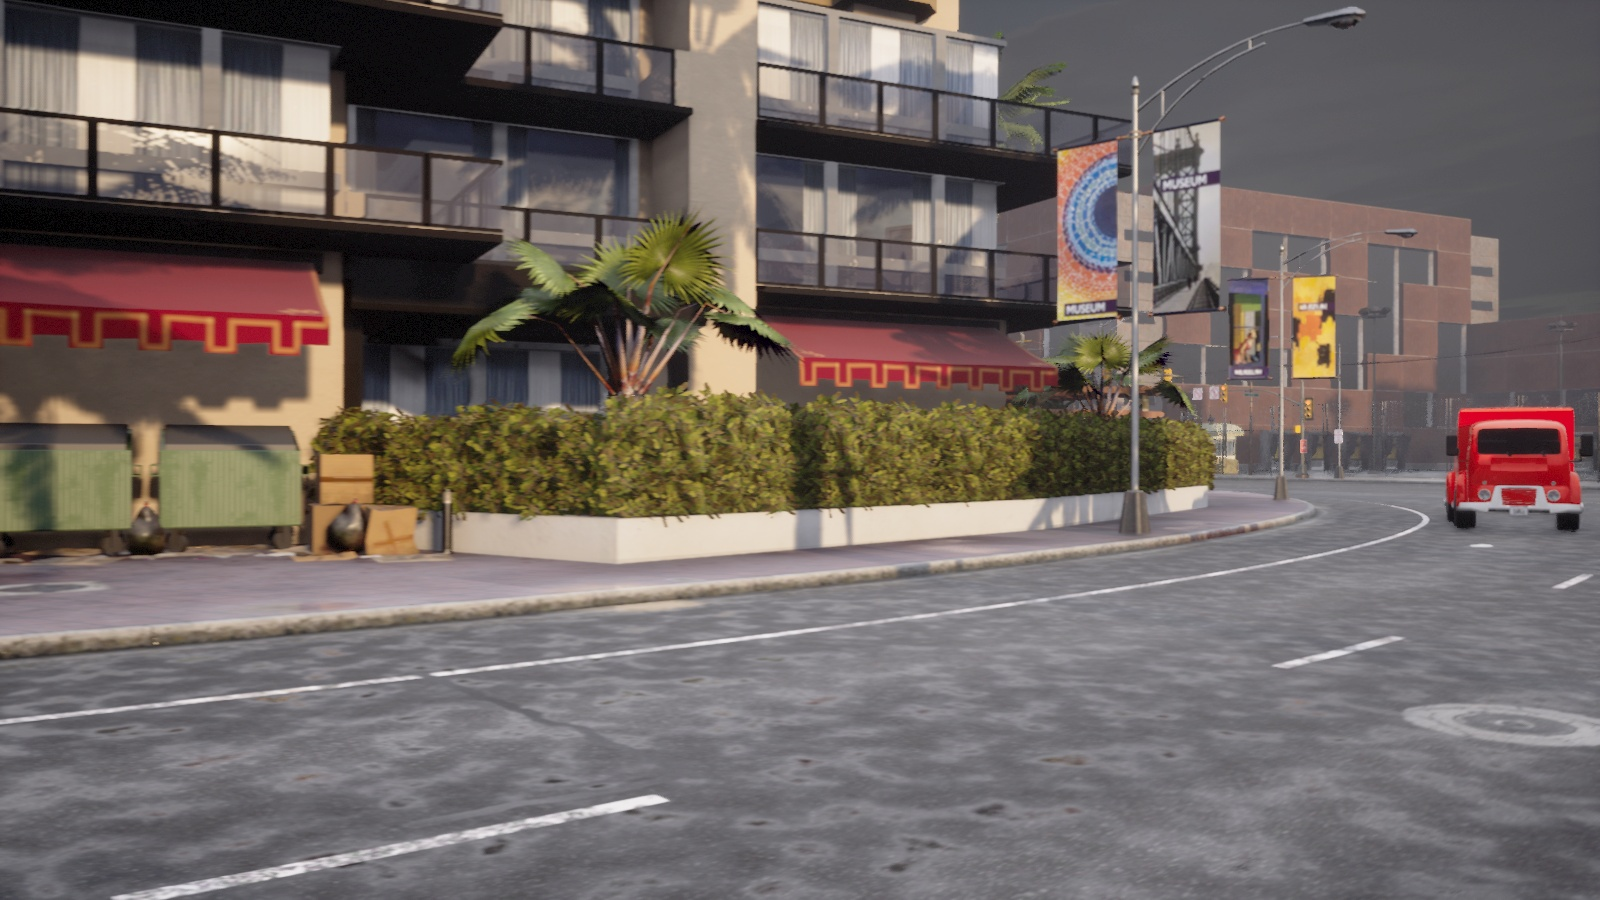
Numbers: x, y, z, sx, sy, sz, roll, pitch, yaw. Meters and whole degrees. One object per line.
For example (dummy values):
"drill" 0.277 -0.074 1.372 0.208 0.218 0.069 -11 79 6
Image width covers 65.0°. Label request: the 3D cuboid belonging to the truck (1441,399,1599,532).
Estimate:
"truck" 14.957 0.294 26.350 2.627 2.467 5.204 0 0 28
